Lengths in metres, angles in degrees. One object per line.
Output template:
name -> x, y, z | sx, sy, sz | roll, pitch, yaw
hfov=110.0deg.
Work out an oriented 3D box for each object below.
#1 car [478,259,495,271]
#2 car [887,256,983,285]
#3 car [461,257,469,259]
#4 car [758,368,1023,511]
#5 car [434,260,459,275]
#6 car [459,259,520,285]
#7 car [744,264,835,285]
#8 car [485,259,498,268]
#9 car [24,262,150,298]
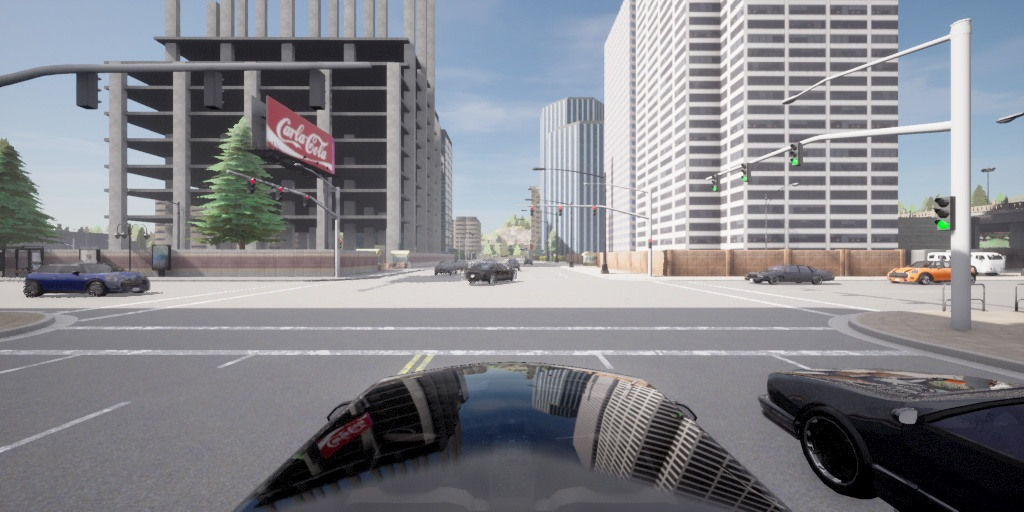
car -> -3.573, 1.241, 51.816 | 2.128, 1.511, 4.902 | 0, 0, 0
car -> 29.657, 1.102, 25.477 | 4.553, 1.767, 2.097 | 0, 0, 1
car -> -7.075, 1.255, 48.163 | 1.837, 1.490, 4.892 | 0, 0, 0
car -> 3.597, 1.297, 1.411 | 2.033, 1.411, 5.357 | 0, 0, 0
car -> -7.081, 1.255, 38.750 | 1.837, 1.490, 4.892 | 0, 0, 0
car -> -1.452, 1.227, 26.552 | 1.882, 1.535, 5.008 | 1, 1, 30
car -> 19.648, 1.297, 25.457 | 5.357, 1.411, 2.033 | 0, 0, 0
car -> -3.540, 1.255, 62.201 | 1.837, 1.490, 4.892 | 0, 0, 0
car -> -21.236, 1.102, 18.075 | 4.553, 1.767, 2.097 | 0, 0, -1
